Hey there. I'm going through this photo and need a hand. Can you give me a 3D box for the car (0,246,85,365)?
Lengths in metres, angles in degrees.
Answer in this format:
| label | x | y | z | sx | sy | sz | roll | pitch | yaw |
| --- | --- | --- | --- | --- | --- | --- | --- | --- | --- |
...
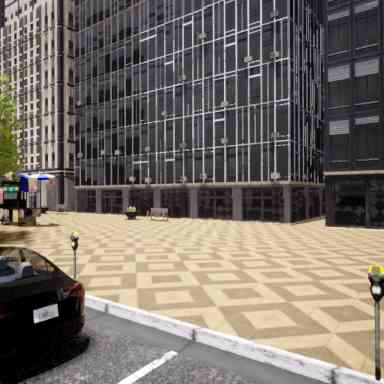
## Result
| label | x | y | z | sx | sy | sz | roll | pitch | yaw |
| --- | --- | --- | --- | --- | --- | --- | --- | --- | --- |
| car | -3.531 | 1.566 | 5.406 | 4.313 | 1.339 | 1.947 | 0 | 0 | 36 |
